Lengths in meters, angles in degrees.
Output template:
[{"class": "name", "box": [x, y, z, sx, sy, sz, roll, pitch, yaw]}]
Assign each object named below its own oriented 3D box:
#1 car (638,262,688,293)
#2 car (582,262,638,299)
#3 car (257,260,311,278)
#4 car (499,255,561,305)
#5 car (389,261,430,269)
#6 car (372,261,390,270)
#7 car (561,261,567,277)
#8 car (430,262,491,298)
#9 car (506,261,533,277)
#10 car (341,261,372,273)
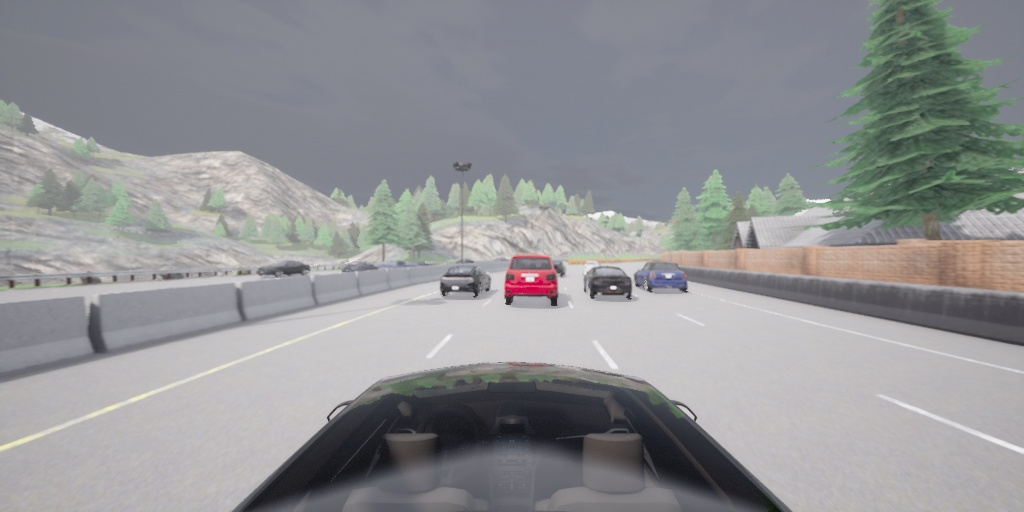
[{"class": "car", "box": [8.671, 1.118, 21.296, 2.097, 1.767, 4.553, 0, 0, 8]}, {"class": "car", "box": [4.708, 1.235, 18.142, 1.882, 1.535, 5.008, 0, 0, 6]}, {"class": "car", "box": [-21.340, 1.160, 33.744, 1.882, 1.535, 5.008, 0, 0, 11]}, {"class": "car", "box": [0.969, 0.969, 16.149, 2.150, 2.045, 5.566, 0, 0, 6]}, {"class": "car", "box": [-10.013, 1.259, 36.875, 2.033, 1.411, 5.357, 0, 0, 13]}, {"class": "car", "box": [-12.957, 1.228, 39.481, 1.812, 1.442, 4.674, 0, 0, 13]}, {"class": "car", "box": [4.428, 1.255, 36.220, 1.837, 1.490, 4.892, 0, 0, 13]}, {"class": "car", "box": [-2.280, 1.230, 18.529, 2.128, 1.511, 4.902, 0, 0, 6]}, {"class": "car", "box": [0.826, 1.266, 36.196, 1.812, 1.442, 4.674, 0, 0, 13]}, {"class": "car", "box": [-16.632, 1.257, 39.095, 1.994, 1.385, 4.181, 0, 0, 13]}]
